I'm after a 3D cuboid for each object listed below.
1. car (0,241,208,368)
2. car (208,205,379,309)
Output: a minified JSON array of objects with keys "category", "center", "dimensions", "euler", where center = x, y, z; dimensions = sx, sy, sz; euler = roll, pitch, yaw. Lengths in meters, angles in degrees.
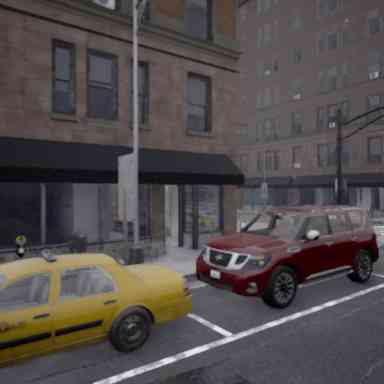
[{"category":"car","center":[-2.257,1.522,4.592],"dimensions":[4.829,1.417,1.752],"euler":[0,0,-35]},{"category":"car","center":[2.505,1.281,7.987],"dimensions":[5.009,1.841,2.192],"euler":[0,0,-35]}]
